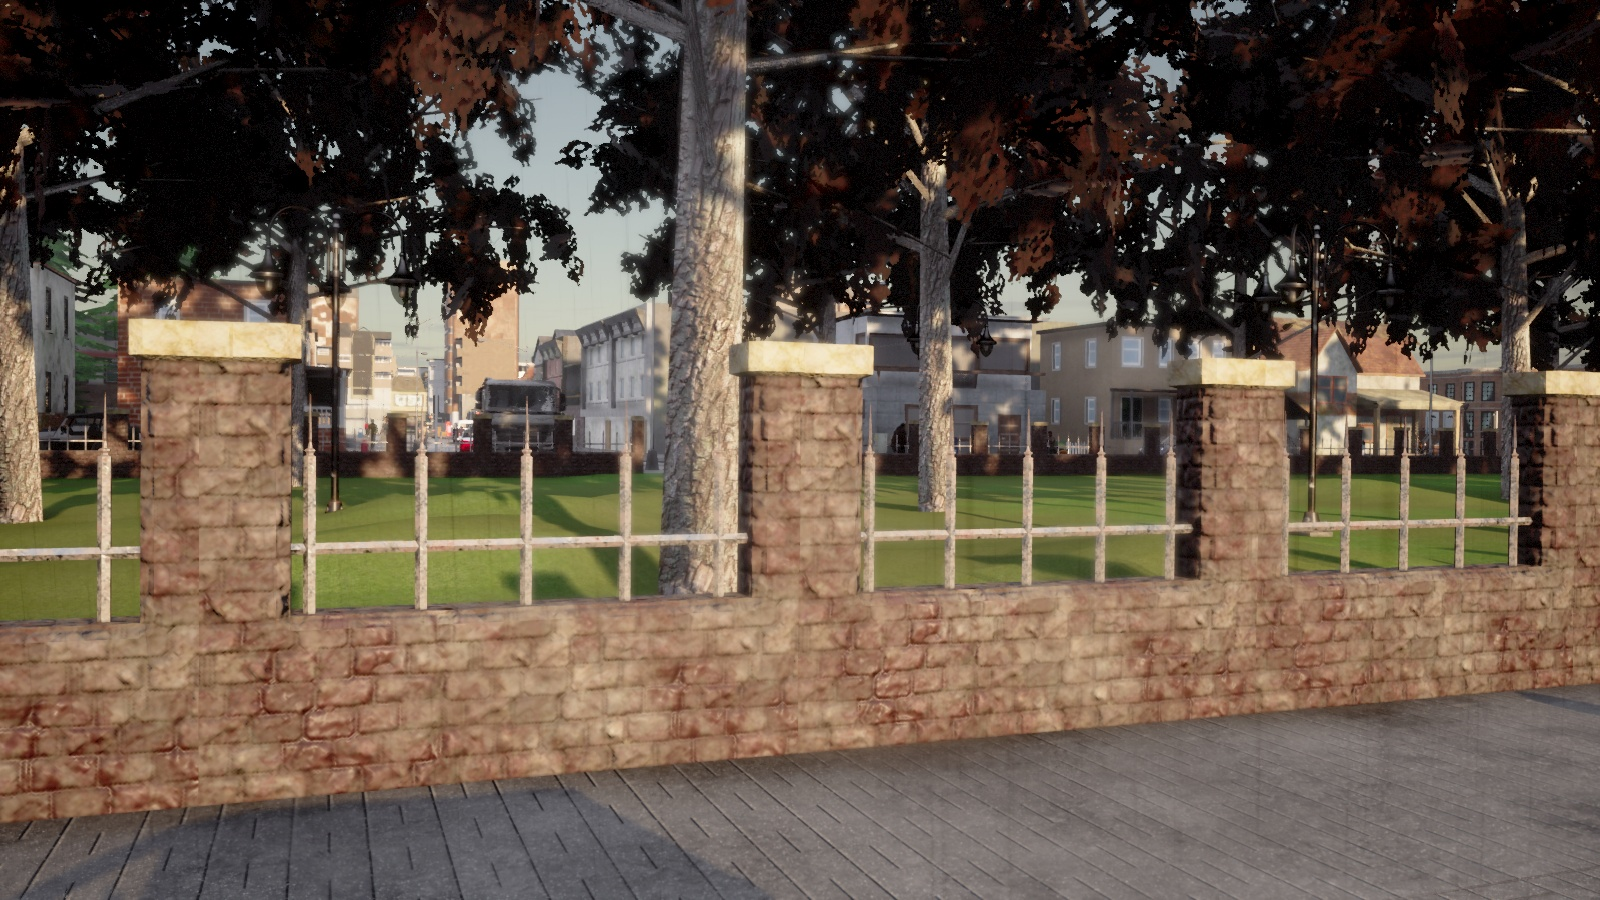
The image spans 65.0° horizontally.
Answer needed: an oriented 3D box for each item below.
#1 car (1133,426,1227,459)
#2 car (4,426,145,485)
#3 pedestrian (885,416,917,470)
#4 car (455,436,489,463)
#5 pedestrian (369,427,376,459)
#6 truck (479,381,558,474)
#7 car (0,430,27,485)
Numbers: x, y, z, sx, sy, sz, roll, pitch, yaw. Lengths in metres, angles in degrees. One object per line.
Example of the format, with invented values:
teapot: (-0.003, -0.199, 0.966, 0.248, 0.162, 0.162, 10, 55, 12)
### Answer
car: (17.850, -0.389, 59.012, 3.806, 1.475, 1.970, -1, 1, -21)
car: (-24.667, 0.162, 42.846, 3.866, 1.878, 1.905, -1, 1, -20)
pedestrian: (3.490, -0.238, 43.542, 0.899, 1.844, 0.634, -1, 1, -21)
car: (-17.185, -0.031, 65.769, 1.481, 1.376, 2.207, -1, 1, -21)
pedestrian: (-24.953, -0.415, 73.291, 0.370, 1.835, 0.726, -1, 1, -21)
truck: (-11.393, -0.891, 51.022, 2.891, 3.462, 7.936, 0, 1, -12)
car: (-26.395, 0.246, 37.824, 5.027, 1.651, 2.152, -1, 1, -24)
